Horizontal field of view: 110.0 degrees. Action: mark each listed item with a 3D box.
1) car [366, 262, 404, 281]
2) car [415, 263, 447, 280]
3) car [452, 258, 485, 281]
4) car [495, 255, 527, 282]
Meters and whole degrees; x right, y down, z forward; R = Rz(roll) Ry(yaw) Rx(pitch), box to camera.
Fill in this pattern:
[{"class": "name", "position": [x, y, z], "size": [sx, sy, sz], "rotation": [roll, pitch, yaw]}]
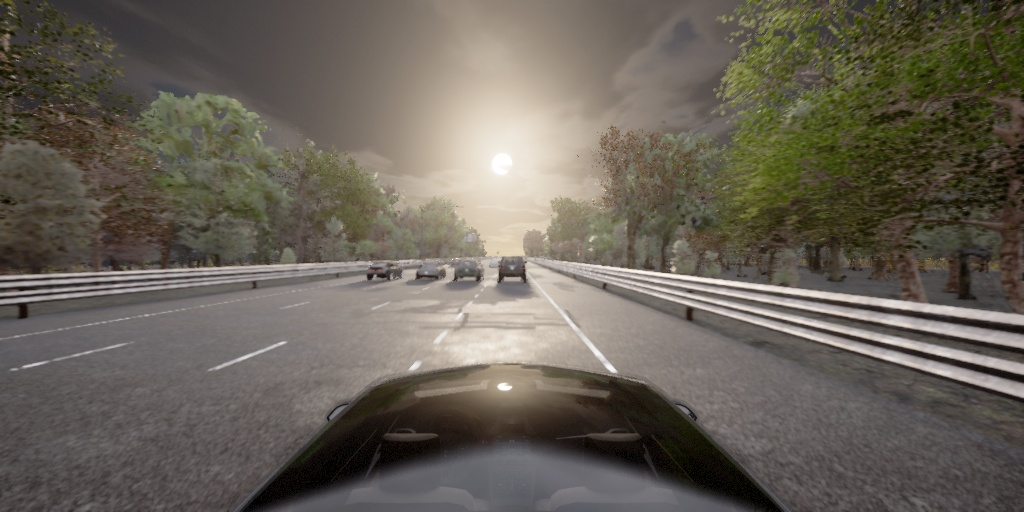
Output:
[{"class": "car", "position": [-10.450, 1.244, 29.854], "size": [1.837, 1.490, 4.892], "rotation": [0, 1, 0]}, {"class": "car", "position": [-6.944, 1.302, 31.074], "size": [1.994, 1.385, 4.181], "rotation": [0, 0, 0]}, {"class": "car", "position": [-3.454, 1.090, 29.565], "size": [2.097, 1.767, 4.553], "rotation": [0, 0, 0]}, {"class": "car", "position": [0.038, 0.963, 28.482], "size": [2.150, 2.045, 5.566], "rotation": [0, 0, 1]}]
